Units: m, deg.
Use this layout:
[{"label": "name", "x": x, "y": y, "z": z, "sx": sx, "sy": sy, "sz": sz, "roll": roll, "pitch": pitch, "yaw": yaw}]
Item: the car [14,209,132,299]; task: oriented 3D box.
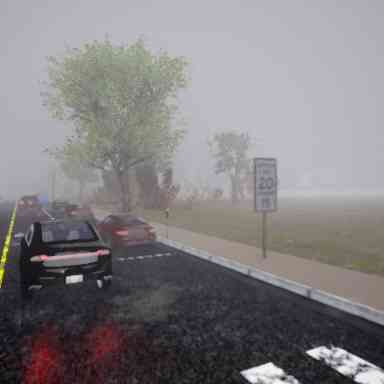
[{"label": "car", "x": -3.351, "y": 1.436, "z": 8.486, "sx": 2.128, "sy": 1.511, "sz": 4.902, "roll": -1, "pitch": 1, "yaw": -27}]

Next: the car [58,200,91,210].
[{"label": "car", "x": -7.840, "y": 1.422, "z": 22.951, "sx": 1.802, "sy": 1.307, "sz": 4.206, "roll": -2, "pitch": 1, "yaw": -27}]

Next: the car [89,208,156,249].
[{"label": "car", "x": -2.720, "y": 1.476, "z": 13.120, "sx": 1.802, "sy": 1.307, "sz": 4.206, "roll": -2, "pitch": 1, "yaw": -27}]

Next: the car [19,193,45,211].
[{"label": "car", "x": -17.425, "y": 1.145, "z": 35.843, "sx": 2.097, "sy": 1.767, "sz": 4.553, "roll": -1, "pitch": 1, "yaw": -27}]

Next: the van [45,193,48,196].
[{"label": "van", "x": -25.728, "y": 0.993, "z": 57.365, "sx": 1.690, "sy": 1.788, "sz": 3.998, "roll": -2, "pitch": 1, "yaw": -27}]

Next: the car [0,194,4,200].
[{"label": "car", "x": -45.404, "y": 1.151, "z": 78.297, "sx": 1.887, "sy": 1.381, "sz": 4.507, "roll": -2, "pitch": 1, "yaw": -27}]

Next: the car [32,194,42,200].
[{"label": "car", "x": -35.897, "y": 1.108, "z": 77.062, "sx": 1.947, "sy": 1.339, "sz": 4.313, "roll": -2, "pitch": 1, "yaw": -27}]

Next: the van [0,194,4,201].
[{"label": "van", "x": -40.316, "y": 1.003, "z": 68.435, "sx": 1.690, "sy": 1.788, "sz": 3.998, "roll": -2, "pitch": 1, "yaw": -27}]

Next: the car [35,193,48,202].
[{"label": "car", "x": -28.270, "y": 1.065, "z": 62.290, "sx": 1.967, "sy": 1.590, "sz": 4.097, "roll": -2, "pitch": 1, "yaw": -27}]

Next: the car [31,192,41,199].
[{"label": "car", "x": -38.442, "y": 0.955, "z": 81.983, "sx": 1.967, "sy": 1.590, "sz": 4.097, "roll": -2, "pitch": 1, "yaw": -27}]

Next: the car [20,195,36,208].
[{"label": "car", "x": -22.184, "y": 1.221, "z": 44.943, "sx": 1.882, "sy": 1.535, "sz": 5.008, "roll": -1, "pitch": 1, "yaw": -27}]

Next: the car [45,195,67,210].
[{"label": "car", "x": -13.008, "y": 1.337, "z": 32.754, "sx": 2.008, "sy": 1.369, "sz": 4.403, "roll": -2, "pitch": 1, "yaw": -27}]
